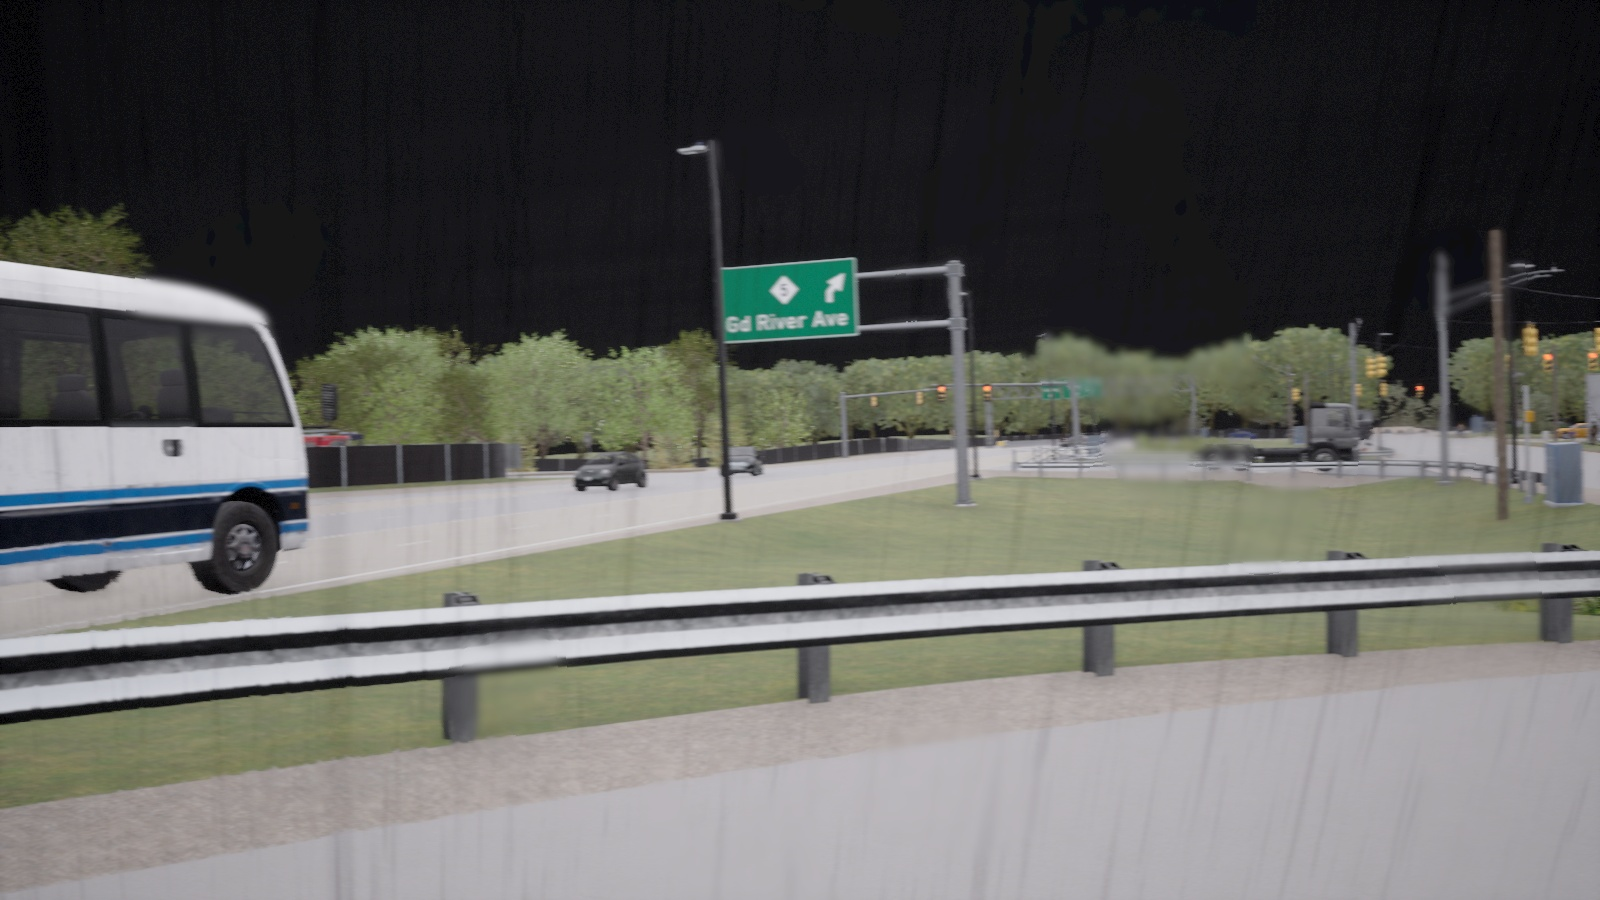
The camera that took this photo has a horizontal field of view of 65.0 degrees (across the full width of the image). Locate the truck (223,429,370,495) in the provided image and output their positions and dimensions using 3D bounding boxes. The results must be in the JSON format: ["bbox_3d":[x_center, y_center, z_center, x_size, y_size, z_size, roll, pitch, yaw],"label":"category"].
[{"bbox_3d":[-33.727,0.776,84.371,8.468,3.827,2.891,-3,1,1],"label":"truck"}]

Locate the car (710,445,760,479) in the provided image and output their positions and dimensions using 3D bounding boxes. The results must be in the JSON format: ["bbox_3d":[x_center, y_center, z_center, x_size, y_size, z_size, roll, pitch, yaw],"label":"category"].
[{"bbox_3d":[-3.491,0.628,68.093,2.033,1.649,4.856,-2,0,5],"label":"car"}]

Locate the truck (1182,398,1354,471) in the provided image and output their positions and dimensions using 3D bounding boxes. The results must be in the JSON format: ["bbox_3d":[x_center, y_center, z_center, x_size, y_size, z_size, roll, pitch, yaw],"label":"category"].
[{"bbox_3d":[23.564,-0.749,63.547,7.936,3.462,2.891,-1,1,20],"label":"truck"}]

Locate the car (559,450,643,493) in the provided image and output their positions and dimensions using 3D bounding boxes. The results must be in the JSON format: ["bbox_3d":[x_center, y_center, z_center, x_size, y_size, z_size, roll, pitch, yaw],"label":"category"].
[{"bbox_3d":[-8.339,0.900,52.973,1.851,1.617,3.988,-2,0,18],"label":"car"}]

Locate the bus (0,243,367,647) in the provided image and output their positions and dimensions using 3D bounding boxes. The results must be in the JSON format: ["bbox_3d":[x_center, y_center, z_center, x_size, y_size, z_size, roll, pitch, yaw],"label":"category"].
[{"bbox_3d":[-10.052,-0.012,14.533,3.944,4.253,10.273,-2,0,18],"label":"bus"}]
